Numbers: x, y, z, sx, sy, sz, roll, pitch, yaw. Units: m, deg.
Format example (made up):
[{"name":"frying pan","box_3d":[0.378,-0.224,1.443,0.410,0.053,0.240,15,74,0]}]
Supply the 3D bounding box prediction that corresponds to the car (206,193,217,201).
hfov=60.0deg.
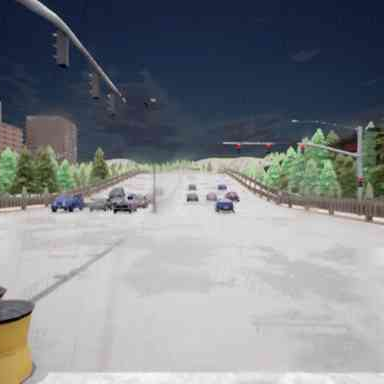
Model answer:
[{"name":"car","box_3d":[3.613,0.792,60.256,1.994,1.385,4.181,0,5,0]}]

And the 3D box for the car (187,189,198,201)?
[{"name":"car","box_3d":[0.112,0.805,60.118,1.994,1.385,4.181,0,5,0]}]

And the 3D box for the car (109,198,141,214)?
[{"name":"car","box_3d":[-7.112,1.586,35.800,1.895,1.301,4.718,0,0,0]}]

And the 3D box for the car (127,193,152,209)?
[{"name":"car","box_3d":[-7.108,1.311,44.609,2.097,1.767,4.553,0,1,0]}]

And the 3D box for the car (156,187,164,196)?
[{"name":"car","box_3d":[-6.946,-0.154,69.114,2.128,1.511,4.902,0,7,0]}]

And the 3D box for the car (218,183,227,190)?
[{"name":"car","box_3d":[7.100,-1.309,78.178,1.882,1.535,5.008,0,7,0]}]

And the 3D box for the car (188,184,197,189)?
[{"name":"car","box_3d":[0.100,-1.248,78.221,2.033,1.411,5.357,0,7,0]}]

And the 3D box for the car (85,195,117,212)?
[{"name":"car","box_3d":[-10.603,1.486,39.149,1.837,1.490,4.892,0,0,0]}]

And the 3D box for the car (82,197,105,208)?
[{"name":"car","box_3d":[-14.101,1.494,47.848,1.895,1.301,4.718,0,2,0]}]

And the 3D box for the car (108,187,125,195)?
[{"name":"car","box_3d":[-14.023,0.295,62.106,2.150,2.045,5.566,0,5,1]}]

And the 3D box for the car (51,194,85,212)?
[{"name":"car","box_3d":[-14.113,1.207,38.091,2.150,2.045,5.566,0,0,0]}]

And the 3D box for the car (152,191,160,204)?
[{"name":"car","box_3d":[-7.095,1.083,54.983,2.128,1.511,4.902,0,3,0]}]

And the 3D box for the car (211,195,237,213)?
[{"name":"car","box_3d":[3.579,1.461,37.573,1.882,1.535,5.008,0,0,0]}]

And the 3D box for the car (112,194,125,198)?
[{"name":"car","box_3d":[-10.609,1.451,48.044,1.994,1.385,4.181,0,2,-1]}]

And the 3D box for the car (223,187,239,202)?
[{"name":"car","box_3d":[7.109,0.657,59.237,2.097,1.767,4.553,0,4,0]}]
